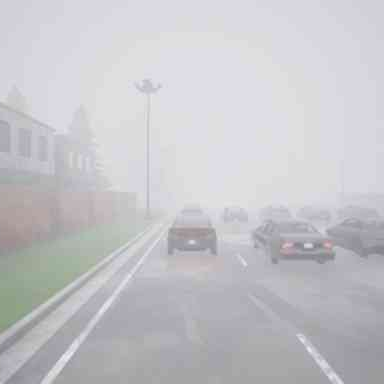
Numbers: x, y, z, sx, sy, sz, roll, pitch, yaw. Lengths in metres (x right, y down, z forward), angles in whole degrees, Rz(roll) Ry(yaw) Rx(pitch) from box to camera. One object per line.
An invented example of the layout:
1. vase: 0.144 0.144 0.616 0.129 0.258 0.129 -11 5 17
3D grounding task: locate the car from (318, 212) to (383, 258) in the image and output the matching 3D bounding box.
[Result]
1. car: 7.013 1.713 13.501 1.994 1.385 4.181 0 -1 0

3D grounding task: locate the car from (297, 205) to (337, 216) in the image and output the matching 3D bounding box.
1. car: 10.509 1.840 28.893 1.812 1.442 4.674 0 0 0

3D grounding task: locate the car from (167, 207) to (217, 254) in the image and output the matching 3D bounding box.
1. car: 0.020 1.633 14.251 1.882 1.535 5.008 0 0 0

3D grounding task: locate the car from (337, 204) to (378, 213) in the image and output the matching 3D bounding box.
1. car: 14.006 1.818 28.502 1.837 1.490 4.892 0 0 0

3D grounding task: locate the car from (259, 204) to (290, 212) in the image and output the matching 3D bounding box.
1. car: 7.006 1.803 28.502 2.128 1.511 4.902 0 0 0

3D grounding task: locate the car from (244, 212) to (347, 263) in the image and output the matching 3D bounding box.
1. car: 3.504 1.685 12.506 2.033 1.411 5.357 0 -1 0

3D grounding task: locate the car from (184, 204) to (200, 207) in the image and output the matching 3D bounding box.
1. car: 0.003 1.795 29.237 1.882 1.535 5.008 0 0 0

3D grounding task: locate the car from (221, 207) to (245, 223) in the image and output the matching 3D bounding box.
1. car: 3.504 1.908 28.248 1.895 1.301 4.718 0 -1 0
